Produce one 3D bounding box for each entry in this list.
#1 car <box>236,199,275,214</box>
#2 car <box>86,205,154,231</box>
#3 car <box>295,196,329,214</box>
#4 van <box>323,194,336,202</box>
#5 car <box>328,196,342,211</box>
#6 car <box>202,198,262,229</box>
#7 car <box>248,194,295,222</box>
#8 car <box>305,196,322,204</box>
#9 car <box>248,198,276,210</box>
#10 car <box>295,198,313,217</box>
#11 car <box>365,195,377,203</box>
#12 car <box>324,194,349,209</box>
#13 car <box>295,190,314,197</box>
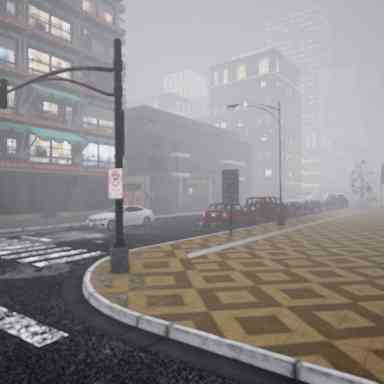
[{"bbox_3d":[6.940,1.511,36.117,2.033,1.411,5.357,-1,0,36],"label":"car"},{"bbox_3d":[-4.344,1.530,20.759,1.812,1.442,4.674,-1,0,36],"label":"car"},{"bbox_3d":[12.331,1.432,34.315,1.887,1.381,4.507,-1,0,36],"label":"car"},{"bbox_3d":[29.151,1.247,70.537,1.690,1.788,3.998,-1,0,36],"label":"van"},{"bbox_3d":[15.641,1.426,38.823,2.008,1.369,4.403,-1,0,36],"label":"car"},{"bbox_3d":[2.398,1.363,20.792,1.967,1.590,4.097,-1,0,36],"label":"car"},{"bbox_3d":[5.707,1.226,25.300,2.192,1.841,5.009,-1,0,36],"label":"car"},{"bbox_3d":[22.431,1.457,61.383,1.752,1.417,4.829,-1,0,36],"label":"car"},{"bbox_3d":[9.189,1.507,43.350,1.752,1.417,4.829,-1,0,36],"label":"car"},{"bbox_3d":[9.020,1.481,29.807,1.802,1.307,4.206,-1,0,36],"label":"car"},{"bbox_3d":[35.504,1.345,65.872,1.887,1.381,4.507,-1,0,36],"label":"car"},{"bbox_3d":[18.949,1.178,43.333,2.192,1.841,5.009,-1,0,36],"label":"car"},{"bbox_3d":[16.132,0.769,48.489,2.150,2.045,5.566,-1,0,36],"label":"car"}]
